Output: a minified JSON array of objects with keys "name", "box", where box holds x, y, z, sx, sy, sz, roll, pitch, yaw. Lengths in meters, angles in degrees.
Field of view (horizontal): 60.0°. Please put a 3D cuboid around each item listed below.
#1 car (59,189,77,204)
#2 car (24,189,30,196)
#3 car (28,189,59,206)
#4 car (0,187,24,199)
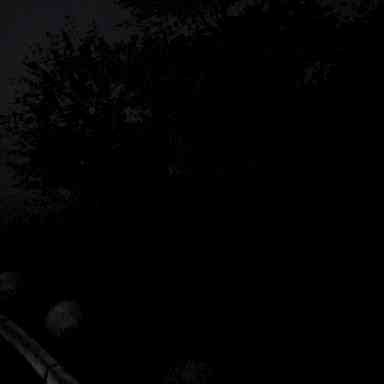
[{"name":"car","box":[-12.117,0.707,36.611,2.033,1.411,5.357,0,3,5]},{"name":"car","box":[-25.718,-0.200,51.689,1.946,1.575,5.366,1,3,6]},{"name":"car","box":[-15.378,0.764,36.177,1.895,1.301,4.718,0,3,4]},{"name":"car","box":[-26.281,0.058,46.199,1.946,1.575,5.366,1,3,6]}]
